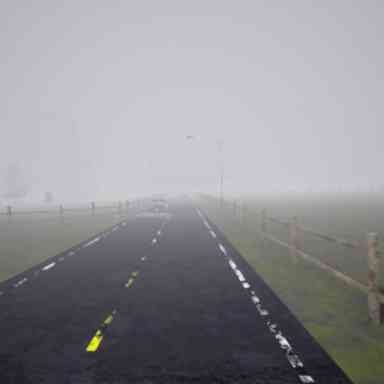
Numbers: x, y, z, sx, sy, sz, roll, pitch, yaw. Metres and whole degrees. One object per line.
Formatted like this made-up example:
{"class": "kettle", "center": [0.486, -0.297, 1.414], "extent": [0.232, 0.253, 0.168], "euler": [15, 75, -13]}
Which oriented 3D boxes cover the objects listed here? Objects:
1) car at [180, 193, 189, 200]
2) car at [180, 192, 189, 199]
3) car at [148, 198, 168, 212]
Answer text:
{"class": "car", "center": [-1.610, 1.035, 72.825], "extent": [1.994, 1.385, 4.181], "euler": [-1, 0, -1]}
{"class": "car", "center": [-1.840, 0.877, 82.858], "extent": [2.128, 1.511, 4.902], "euler": [-1, 0, -1]}
{"class": "car", "center": [-3.510, 1.329, 35.291], "extent": [2.033, 1.411, 5.357], "euler": [-1, 0, -1]}
